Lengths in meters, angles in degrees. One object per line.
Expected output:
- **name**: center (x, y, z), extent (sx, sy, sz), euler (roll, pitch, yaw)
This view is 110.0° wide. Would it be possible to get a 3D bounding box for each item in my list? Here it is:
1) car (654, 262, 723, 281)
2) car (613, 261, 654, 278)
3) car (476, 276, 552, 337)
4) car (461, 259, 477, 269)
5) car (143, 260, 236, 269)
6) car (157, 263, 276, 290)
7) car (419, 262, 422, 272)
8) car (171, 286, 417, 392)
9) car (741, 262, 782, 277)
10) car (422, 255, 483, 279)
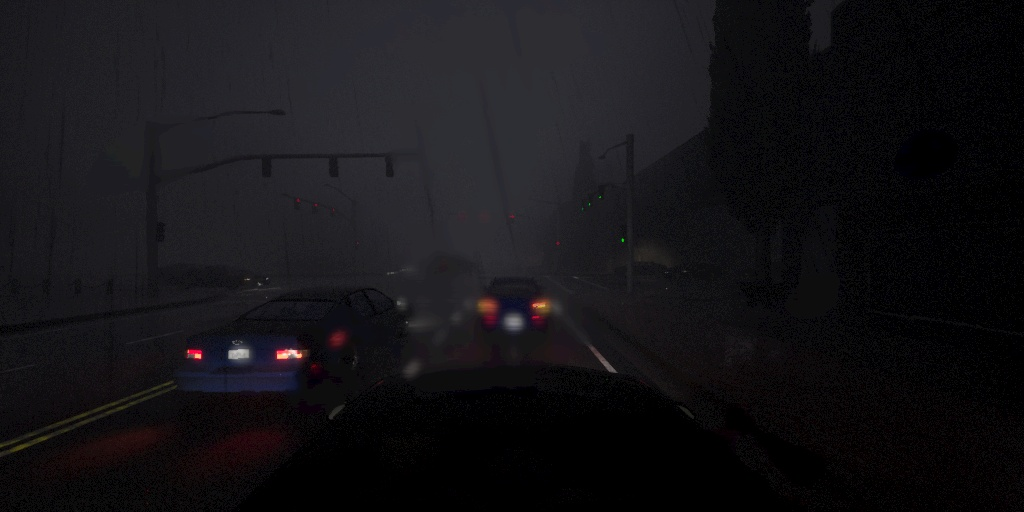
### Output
- **car**: center (14.827, 1.255, 29.836), extent (4.892, 1.490, 1.837), euler (0, 0, 0)
- **car**: center (11.895, 1.241, 33.342), extent (4.902, 1.511, 2.128), euler (0, 0, 0)
- **car**: center (0.058, 1.276, 10.161), extent (1.812, 1.442, 4.674), euler (0, 0, 0)
- **car**: center (-7.042, 1.227, 59.513), extent (1.882, 1.535, 5.008), euler (0, 0, 2)
- **car**: center (-22.420, 1.228, 25.309), extent (5.008, 1.535, 1.882), euler (0, 0, 0)
- **car**: center (-17.577, 1.297, 21.487), extent (5.357, 1.411, 2.033), euler (0, 0, 4)
- **car**: center (-10.803, 1.228, 47.233), extent (1.882, 1.535, 5.008), euler (0, 0, 1)
- **car**: center (-3.449, 1.297, 7.060), extent (2.033, 1.411, 5.357), euler (0, 0, 0)
- **car**: center (24.463, 1.297, 33.316), extent (5.357, 1.411, 2.033), euler (0, 0, 0)
- **car**: center (-5.293, 0.971, 32.904), extent (2.150, 2.045, 5.566), euler (1, 0, 27)
